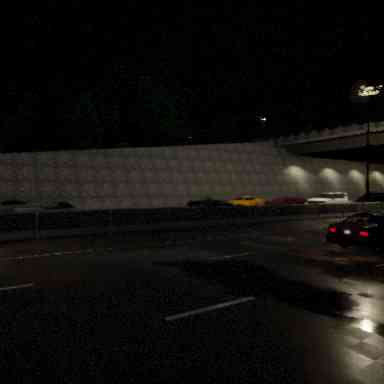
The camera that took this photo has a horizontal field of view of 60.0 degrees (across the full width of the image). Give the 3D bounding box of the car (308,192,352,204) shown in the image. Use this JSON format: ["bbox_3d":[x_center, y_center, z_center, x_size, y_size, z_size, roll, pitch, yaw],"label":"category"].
[{"bbox_3d":[14.492,1.036,35.478,5.566,2.045,2.150,0,1,-35],"label":"car"}]

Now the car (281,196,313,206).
[{"bbox_3d":[15.460,1.309,48.921,4.718,1.301,1.895,0,1,-35],"label":"car"}]

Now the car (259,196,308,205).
[{"bbox_3d":[10.098,1.245,36.689,5.008,1.535,1.882,0,1,-35],"label":"car"}]

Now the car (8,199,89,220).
[{"bbox_3d":[-9.668,1.323,22.871,4.718,1.301,1.895,0,1,-35],"label":"car"}]

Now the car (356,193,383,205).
[{"bbox_3d":[28.877,1.128,54.059,4.553,1.767,2.097,0,1,-34],"label":"car"}]

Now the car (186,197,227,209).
[{"bbox_3d":[1.745,1.277,39.381,4.718,1.301,1.895,0,1,-35],"label":"car"}]

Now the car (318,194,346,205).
[{"bbox_3d":[22.750,1.225,54.050,4.892,1.490,1.837,-1,1,-34],"label":"car"}]

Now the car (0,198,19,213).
[{"bbox_3d":[-13.494,1.203,24.462,4.674,1.442,1.812,0,1,-35],"label":"car"}]

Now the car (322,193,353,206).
[{"bbox_3d":[21.424,1.109,48.819,4.553,1.767,2.097,0,1,-35],"label":"car"}]

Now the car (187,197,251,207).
[{"bbox_3d":[1.892,1.333,26.684,5.357,1.411,2.033,0,1,-35],"label":"car"}]

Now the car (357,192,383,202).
[{"bbox_3d":[26.042,1.028,47.771,5.566,2.045,2.150,0,0,-35],"label":"car"}]

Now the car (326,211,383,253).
[{"bbox_3d":[7.618,1.492,13.370,5.357,1.411,2.033,0,1,-35],"label":"car"}]

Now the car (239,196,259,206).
[{"bbox_3d":[5.878,1.199,38.012,5.008,1.535,1.882,0,1,-35],"label":"car"}]

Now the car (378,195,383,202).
[{"bbox_3d":[27.167,1.408,44.301,4.181,1.385,1.994,0,1,-35],"label":"car"}]
